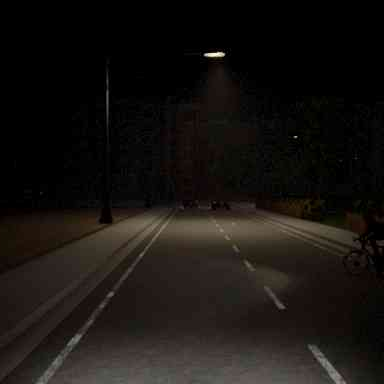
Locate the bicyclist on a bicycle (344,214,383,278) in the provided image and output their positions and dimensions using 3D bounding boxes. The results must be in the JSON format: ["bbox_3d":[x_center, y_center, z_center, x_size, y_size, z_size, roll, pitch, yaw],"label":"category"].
[{"bbox_3d":[4.800,1.417,8.733,1.656,1.620,0.582,0,0,0],"label":"bicyclist on a bicycle"}]

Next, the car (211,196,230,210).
[{"bbox_3d":[3.509,1.317,41.601,2.097,1.767,4.553,0,0,0],"label":"car"}]

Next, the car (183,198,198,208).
[{"bbox_3d":[-0.248,1.554,47.105,1.994,1.385,4.181,0,-1,-3],"label":"car"}]
